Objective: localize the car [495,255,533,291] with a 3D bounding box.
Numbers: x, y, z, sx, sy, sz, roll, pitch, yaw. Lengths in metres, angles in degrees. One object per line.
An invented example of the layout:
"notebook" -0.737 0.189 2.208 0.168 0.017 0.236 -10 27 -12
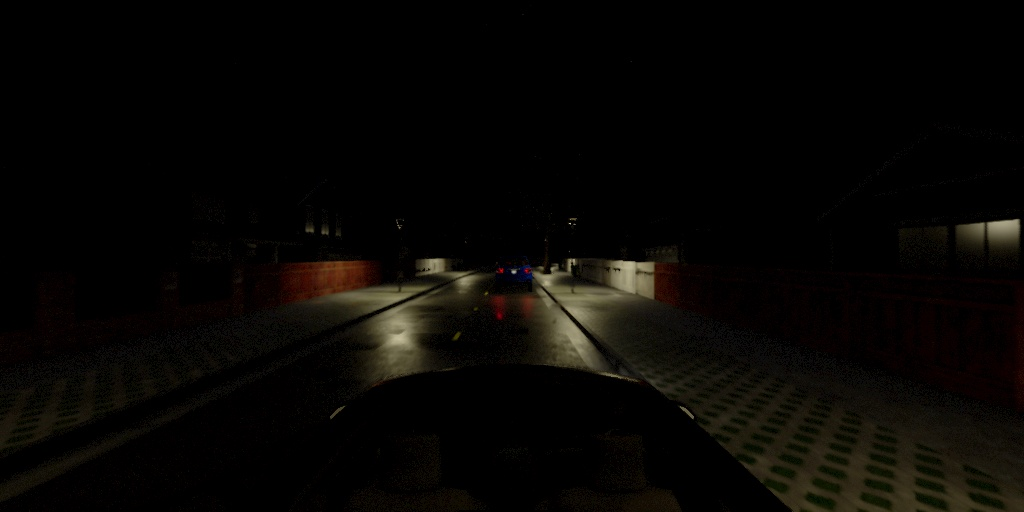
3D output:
"car" 0.112 0.977 22.312 2.150 2.045 5.566 0 0 0
